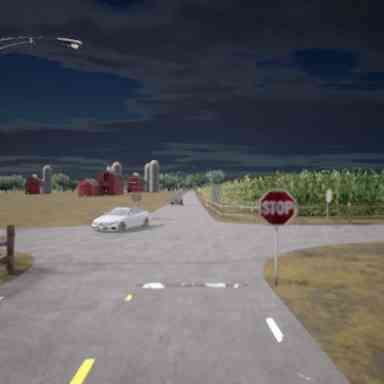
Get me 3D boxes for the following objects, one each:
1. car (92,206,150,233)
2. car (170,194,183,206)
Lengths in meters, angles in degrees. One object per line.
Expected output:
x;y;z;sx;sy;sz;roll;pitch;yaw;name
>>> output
-4.295;1.671;20.982;1.812;1.442;4.674;0;1;22;car
-2.756;1.491;60.436;2.150;2.045;5.566;0;2;0;car
